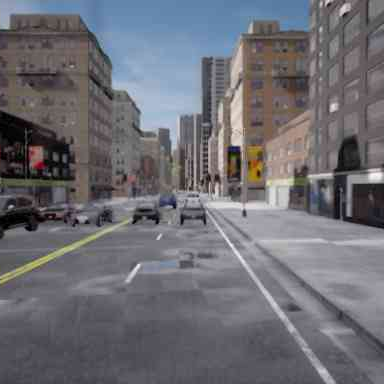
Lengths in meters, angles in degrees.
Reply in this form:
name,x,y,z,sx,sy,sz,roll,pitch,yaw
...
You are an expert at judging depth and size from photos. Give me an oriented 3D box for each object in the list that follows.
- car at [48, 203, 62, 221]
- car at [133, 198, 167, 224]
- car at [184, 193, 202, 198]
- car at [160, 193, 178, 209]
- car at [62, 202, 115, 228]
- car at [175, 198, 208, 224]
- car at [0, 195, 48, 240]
name,x,y,z,sx,sy,sz,roll,pitch,yaw
car,-9.722,1.520,24.831,1.994,1.385,4.181,0,0,0
car,-3.143,1.464,24.516,1.837,1.490,4.892,0,0,0
car,0.141,1.130,43.212,2.150,2.045,5.566,0,0,0
car,-3.108,1.127,44.005,2.150,2.045,5.566,0,0,0
car,-6.503,1.455,22.184,2.128,1.511,4.902,0,0,1
car,0.108,1.451,24.551,2.128,1.511,4.902,0,0,0
car,-9.787,1.189,16.864,2.150,2.045,5.566,0,1,1
